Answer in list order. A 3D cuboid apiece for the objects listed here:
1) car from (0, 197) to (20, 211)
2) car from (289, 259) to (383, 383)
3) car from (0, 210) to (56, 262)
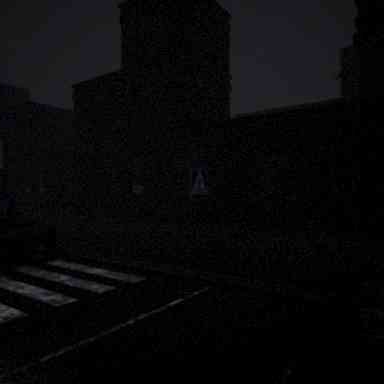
[{"bbox_3d":[-8.799,1.222,11.613,2.435,2.045,5.566,0,0,36],"label":"car"},{"bbox_3d":[2.520,1.478,3.549,2.231,1.521,4.892,0,0,36],"label":"car"},{"bbox_3d":[-6.537,1.504,9.996,2.163,1.488,4.792,0,0,36],"label":"car"}]
